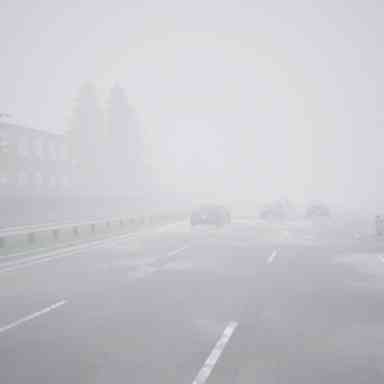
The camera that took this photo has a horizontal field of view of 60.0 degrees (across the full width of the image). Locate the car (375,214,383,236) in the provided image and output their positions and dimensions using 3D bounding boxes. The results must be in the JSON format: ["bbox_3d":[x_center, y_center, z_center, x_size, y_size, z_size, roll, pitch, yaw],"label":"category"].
[{"bbox_3d":[9.824,1.492,15.380,1.837,1.490,4.892,0,0,20],"label":"car"}]

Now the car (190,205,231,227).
[{"bbox_3d":[1.382,1.553,22.986,1.994,1.385,4.181,0,0,20],"label":"car"}]

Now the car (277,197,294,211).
[{"bbox_3d":[11.199,1.329,40.191,2.097,1.767,4.553,0,0,20],"label":"car"}]

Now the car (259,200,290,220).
[{"bbox_3d":[6.993,1.585,28.337,1.895,1.301,4.718,0,0,20],"label":"car"}]

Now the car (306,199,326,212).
[{"bbox_3d":[14.647,1.539,39.398,1.994,1.385,4.181,0,0,18],"label":"car"}]

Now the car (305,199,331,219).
[{"bbox_3d":[11.007,1.507,29.194,1.812,1.442,4.674,0,0,20],"label":"car"}]
